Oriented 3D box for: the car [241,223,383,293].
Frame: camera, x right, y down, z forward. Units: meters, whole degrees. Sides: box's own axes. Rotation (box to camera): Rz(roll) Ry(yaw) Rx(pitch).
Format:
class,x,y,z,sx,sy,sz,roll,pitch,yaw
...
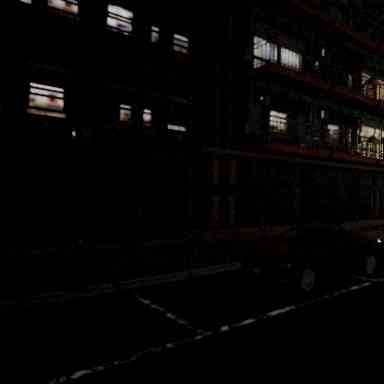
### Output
class,x,y,z,sx,sy,sz,roll,pitch,yaw
car,3.295,1.556,8.897,4.507,1.381,1.887,0,1,-35
